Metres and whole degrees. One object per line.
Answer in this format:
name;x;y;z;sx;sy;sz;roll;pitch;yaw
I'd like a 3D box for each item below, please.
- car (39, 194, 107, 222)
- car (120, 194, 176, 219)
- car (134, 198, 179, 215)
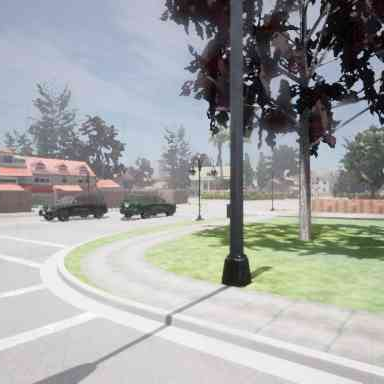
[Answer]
car;-9.524;1.222;27.226;2.150;2.045;5.566;0;0;34
car;-3.785;1.221;29.112;2.150;2.045;5.566;0;0;33
car;-3.723;1.492;35.786;2.128;1.511;4.902;0;0;34
